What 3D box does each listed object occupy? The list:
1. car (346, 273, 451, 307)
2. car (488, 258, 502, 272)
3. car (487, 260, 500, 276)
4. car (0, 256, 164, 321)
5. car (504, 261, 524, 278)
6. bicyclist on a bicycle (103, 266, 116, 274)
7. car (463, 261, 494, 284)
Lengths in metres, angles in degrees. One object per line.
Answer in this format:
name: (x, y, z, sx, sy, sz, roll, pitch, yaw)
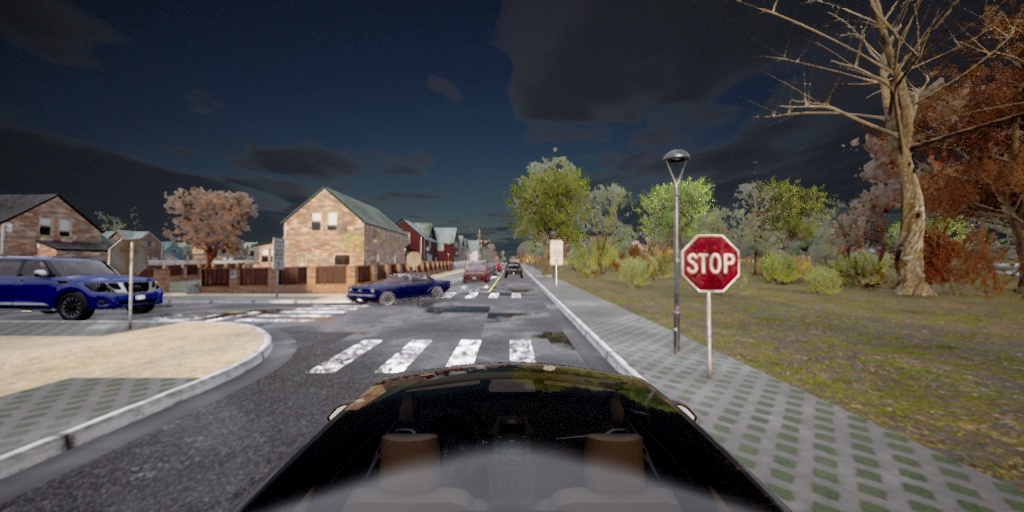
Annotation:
car: (-5.062, 1.462, 16.567, 1.895, 1.301, 4.718, -1, 0, 32)
car: (-2.711, 1.311, 52.485, 2.150, 2.045, 5.566, 0, 0, 0)
car: (-2.761, 1.509, 41.578, 1.837, 1.490, 4.892, 0, -1, 0)
car: (-15.088, 1.025, 12.003, 5.566, 2.045, 2.150, 0, -2, 2)
car: (0.175, 1.482, 38.127, 1.837, 1.490, 4.892, 0, 0, 0)
bicyclist on a bicycle: (-20.200, 1.295, 18.029, 0.582, 1.620, 1.656, 0, -1, 2)
car: (-2.792, 1.392, 29.171, 1.882, 1.535, 5.008, 0, 0, 0)
